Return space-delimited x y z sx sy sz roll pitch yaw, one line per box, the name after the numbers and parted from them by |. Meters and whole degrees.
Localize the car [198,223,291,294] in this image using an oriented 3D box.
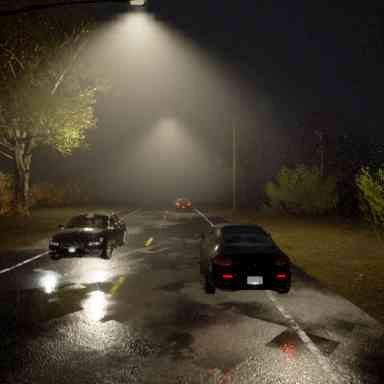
1.174 1.521 8.653 1.812 1.442 4.674 0 0 -1 | car

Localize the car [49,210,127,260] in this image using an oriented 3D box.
-3.656 1.496 12.413 1.837 1.490 4.892 0 0 -1 | car

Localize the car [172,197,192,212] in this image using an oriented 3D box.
-1.031 1.466 37.514 1.812 1.442 4.674 0 0 -3 | car

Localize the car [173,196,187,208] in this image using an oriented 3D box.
-1.725 1.419 47.694 1.837 1.490 4.892 0 0 -4 | car
